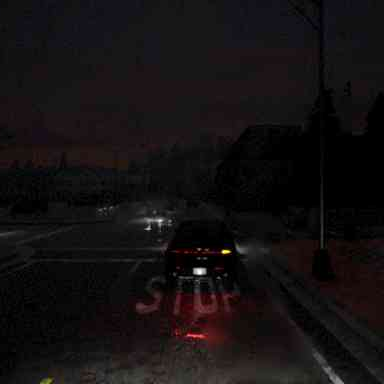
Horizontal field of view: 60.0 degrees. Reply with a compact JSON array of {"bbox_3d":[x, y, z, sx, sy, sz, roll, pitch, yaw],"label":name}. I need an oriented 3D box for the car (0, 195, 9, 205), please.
[{"bbox_3d":[-35.792,1.761,60.731,4.514,1.523,2.007,0,0,0],"label":"car"}]

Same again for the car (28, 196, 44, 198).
[{"bbox_3d":[-35.089,1.652,73.189,4.605,1.855,1.932,0,0,0],"label":"car"}]

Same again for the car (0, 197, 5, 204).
[{"bbox_3d":[-43.568,1.915,73.143,3.806,1.475,1.970,0,0,0],"label":"car"}]

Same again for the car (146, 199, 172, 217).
[{"bbox_3d":[-3.621,1.748,34.740,2.128,1.511,4.902,0,0,0],"label":"car"}]

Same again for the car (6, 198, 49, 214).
[{"bbox_3d":[-17.405,1.653,35.777,3.633,1.501,1.845,0,0,0],"label":"car"}]

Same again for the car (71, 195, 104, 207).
[{"bbox_3d":[-17.280,1.513,54.362,4.605,1.855,1.932,0,0,0],"label":"car"}]

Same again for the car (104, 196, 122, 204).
[{"bbox_3d":[-17.703,1.685,70.061,5.027,1.636,2.152,0,0,0],"label":"car"}]

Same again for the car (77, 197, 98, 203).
[{"bbox_3d":[-25.083,1.903,80.135,4.514,1.523,2.007,0,0,0],"label":"car"}]

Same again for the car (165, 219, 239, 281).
[{"bbox_3d":[0.362,1.581,10.074,1.837,1.490,4.892,0,0,4],"label":"car"}]

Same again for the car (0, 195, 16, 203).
[{"bbox_3d":[-42.959,1.656,76.470,3.866,1.878,1.905,0,0,0],"label":"car"}]

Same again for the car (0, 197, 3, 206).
[{"bbox_3d":[-24.828,1.686,38.752,3.806,1.475,1.970,0,0,0],"label":"car"}]

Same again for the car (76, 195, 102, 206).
[{"bbox_3d":[-17.695,1.514,57.268,3.866,1.878,1.905,0,0,0],"label":"car"}]

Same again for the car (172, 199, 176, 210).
[{"bbox_3d":[-3.615,1.861,45.500,1.812,1.442,4.674,0,0,0],"label":"car"}]

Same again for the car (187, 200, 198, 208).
[{"bbox_3d":[0.069,2.028,58.110,1.895,1.301,4.718,0,0,0],"label":"car"}]

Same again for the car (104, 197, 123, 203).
[{"bbox_3d":[-18.031,1.811,76.478,3.806,1.475,1.970,0,0,0],"label":"car"}]
